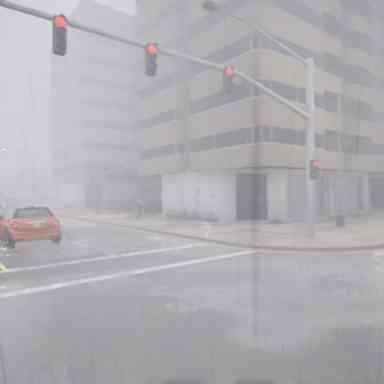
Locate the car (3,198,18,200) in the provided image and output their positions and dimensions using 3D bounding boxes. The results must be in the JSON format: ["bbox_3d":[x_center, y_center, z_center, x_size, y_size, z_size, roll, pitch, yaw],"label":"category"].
[{"bbox_3d":[-21.425,1.512,39.120,2.097,1.767,4.553,-1,0,-38],"label":"car"}]

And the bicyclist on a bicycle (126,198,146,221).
[{"bbox_3d":[-4.132,1.277,24.448,1.656,1.620,0.582,-1,0,-38],"label":"bicyclist on a bicycle"}]

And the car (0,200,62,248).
[{"bbox_3d":[-7.679,1.405,15.409,2.097,1.767,4.553,-1,0,-37],"label":"car"}]
